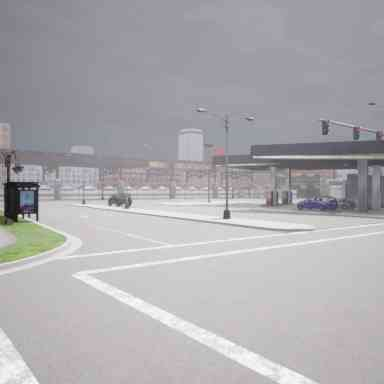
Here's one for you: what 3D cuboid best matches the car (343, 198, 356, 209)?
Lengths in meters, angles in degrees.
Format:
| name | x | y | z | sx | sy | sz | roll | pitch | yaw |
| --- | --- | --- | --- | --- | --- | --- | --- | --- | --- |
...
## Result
| name | x | y | z | sx | sy | sz | roll | pitch | yaw |
| --- | --- | --- | --- | --- | --- | --- | --- | --- | --- |
| car | 18.626 | 1.456 | 42.267 | 1.970 | 1.475 | 3.806 | 0 | 0 | -35 |

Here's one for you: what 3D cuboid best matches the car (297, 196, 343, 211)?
| name | x | y | z | sx | sy | sz | roll | pitch | yaw |
| --- | --- | --- | --- | --- | --- | --- | --- | --- | --- |
| car | 14.352 | 1.295 | 38.353 | 2.242 | 1.667 | 4.611 | 0 | 0 | -35 |

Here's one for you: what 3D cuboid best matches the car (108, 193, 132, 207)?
| name | x | y | z | sx | sy | sz | roll | pitch | yaw |
| --- | --- | --- | --- | --- | --- | --- | --- | --- | --- |
| car | -11.338 | 1.222 | 52.244 | 2.150 | 2.045 | 5.566 | 0 | 0 | -35 |
